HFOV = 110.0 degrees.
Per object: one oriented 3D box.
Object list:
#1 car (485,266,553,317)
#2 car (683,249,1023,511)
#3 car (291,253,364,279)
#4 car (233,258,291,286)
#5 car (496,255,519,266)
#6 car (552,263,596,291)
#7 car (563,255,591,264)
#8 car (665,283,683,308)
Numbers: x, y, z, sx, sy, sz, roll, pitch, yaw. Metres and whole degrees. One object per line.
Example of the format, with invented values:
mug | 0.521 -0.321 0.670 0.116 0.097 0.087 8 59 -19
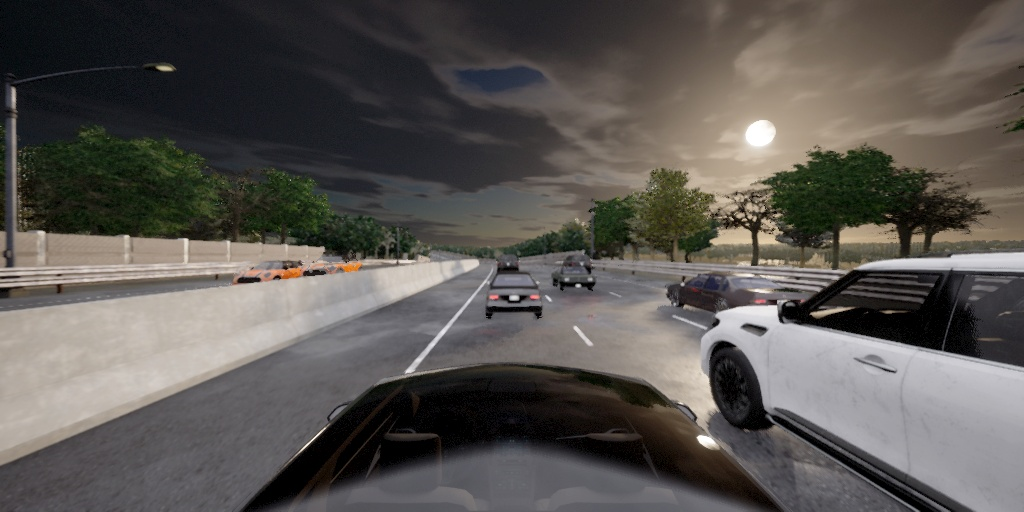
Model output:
car | 0.041 1.236 12.769 2.033 1.411 5.357 0 0 -1
car | 3.592 0.965 2.422 2.150 2.045 5.566 0 0 0
car | -10.667 0.637 21.486 2.097 1.767 4.553 0 0 -1
car | -14.166 1.032 21.432 2.097 1.767 4.553 0 0 -1
car | -0.435 0.884 36.897 2.150 2.045 5.566 0 0 -2
car | 3.433 1.262 20.945 1.895 1.301 4.718 0 0 -1
car | 6.572 0.878 36.766 2.150 2.045 5.566 0 0 -2
car | 7.049 1.237 11.841 2.033 1.411 5.357 0 0 -1
